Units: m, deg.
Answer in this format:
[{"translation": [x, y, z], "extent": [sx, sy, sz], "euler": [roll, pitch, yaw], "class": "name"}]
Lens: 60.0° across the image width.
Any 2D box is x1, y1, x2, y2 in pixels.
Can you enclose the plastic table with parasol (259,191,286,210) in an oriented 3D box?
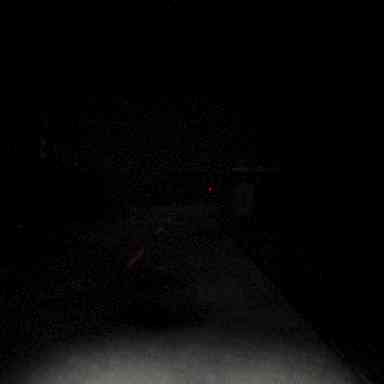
[{"translation": [10.681, 1.117, 43.915], "extent": [2.482, 2.480, 2.482], "euler": [1, -1, -40], "class": "plastic table with parasol"}]
